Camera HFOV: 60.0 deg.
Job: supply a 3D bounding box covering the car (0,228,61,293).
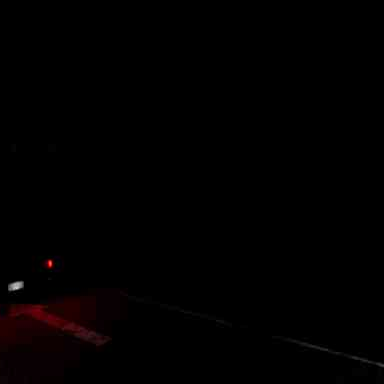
[{"bbox_3d":[-5.180,1.494,7.696,4.718,1.301,1.895,1,1,36],"label":"car"}]
